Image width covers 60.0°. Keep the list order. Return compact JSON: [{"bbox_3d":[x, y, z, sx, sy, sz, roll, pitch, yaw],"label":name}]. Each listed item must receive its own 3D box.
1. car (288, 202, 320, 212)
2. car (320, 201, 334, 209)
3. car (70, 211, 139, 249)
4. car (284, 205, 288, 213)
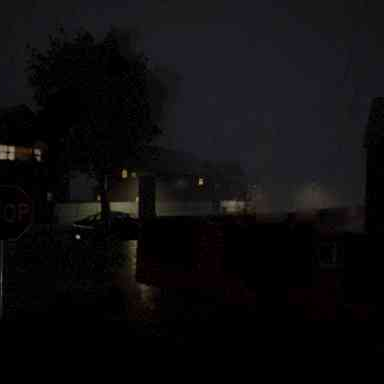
[{"bbox_3d":[13.722,2.182,40.540,1.812,1.442,4.674,2,0,36],"label":"car"},{"bbox_3d":[19.453,2.178,48.919,2.097,1.767,4.553,2,0,35],"label":"car"},{"bbox_3d":[-3.376,1.688,15.862,2.128,1.511,4.902,2,0,35],"label":"car"},{"bbox_3d":[14.361,2.235,46.392,1.994,1.385,4.181,2,0,35],"label":"car"}]
